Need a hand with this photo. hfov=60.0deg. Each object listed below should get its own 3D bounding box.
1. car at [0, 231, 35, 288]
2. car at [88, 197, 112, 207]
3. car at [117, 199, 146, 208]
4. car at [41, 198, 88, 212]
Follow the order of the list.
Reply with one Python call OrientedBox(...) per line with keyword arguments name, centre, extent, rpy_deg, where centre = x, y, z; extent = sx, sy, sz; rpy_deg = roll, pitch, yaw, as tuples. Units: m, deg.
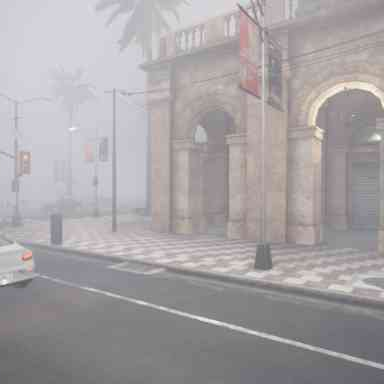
OrientedBox(name="car", centre=(-5.564, 1.524, 7.919), extent=(4.674, 1.442, 1.812), rpy_deg=(0, 0, 36))
OrientedBox(name="car", centre=(-13.852, 1.504, 51.049), extent=(2.161, 1.482, 4.786), rpy_deg=(0, 0, 35))
OrientedBox(name="car", centre=(-8.359, 1.593, 47.396), extent=(1.895, 1.301, 4.718), rpy_deg=(0, 0, 36))
OrientedBox(name="car", centre=(-14.866, 1.497, 38.300), extent=(1.837, 1.490, 4.892), rpy_deg=(0, 0, 36))
